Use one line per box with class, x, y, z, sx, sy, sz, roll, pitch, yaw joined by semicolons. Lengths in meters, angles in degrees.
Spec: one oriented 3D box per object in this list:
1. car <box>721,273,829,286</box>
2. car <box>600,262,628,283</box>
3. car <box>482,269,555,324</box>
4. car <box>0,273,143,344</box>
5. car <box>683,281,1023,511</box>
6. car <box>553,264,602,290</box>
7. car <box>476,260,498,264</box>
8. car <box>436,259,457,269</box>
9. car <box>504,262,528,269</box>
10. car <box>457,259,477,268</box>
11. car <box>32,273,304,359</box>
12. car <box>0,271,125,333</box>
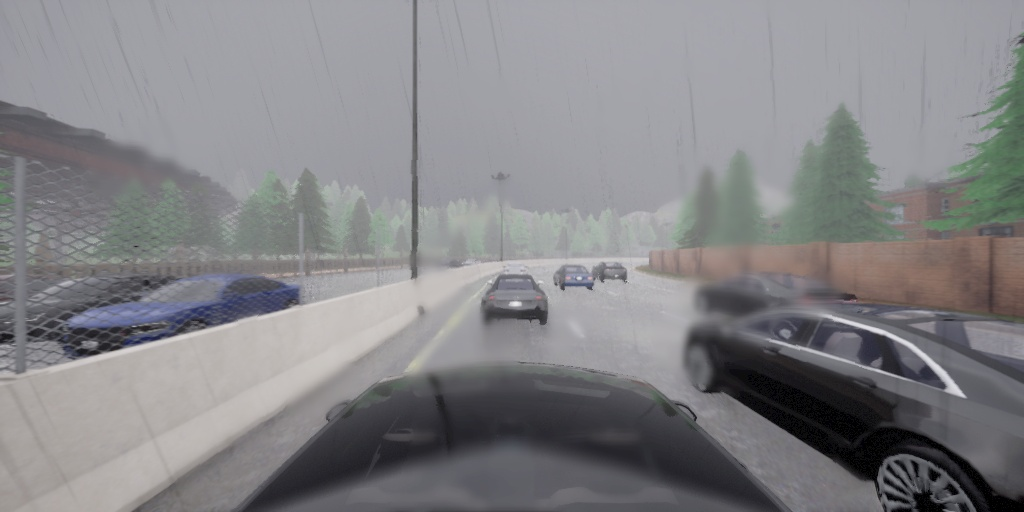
car;7.102;1.216;10.282;2.128;1.511;4.902;0;0;0
car;7.258;1.165;27.000;2.128;1.511;4.902;0;0;2
car;0.102;1.283;11.854;1.994;1.385;4.181;0;0;0
car;-10.591;1.231;9.488;1.837;1.490;4.892;0;0;0
car;3.593;1.234;3.726;2.128;1.511;4.902;0;0;0
car;3.618;1.237;21.672;2.033;1.411;5.357;0;0;0
car;-3.095;1.198;51.774;1.895;1.301;4.718;0;0;16
car;-9.559;1.136;54.506;2.033;1.411;5.357;0;0;16
car;0.294;1.196;28.022;1.812;1.442;4.674;0;0;3
car;-6.104;1.117;53.909;1.812;1.442;4.674;0;0;16
car;-7.094;1.207;8.535;1.882;1.535;5.008;0;0;0
car;-14.091;1.250;9.876;1.812;1.442;4.674;0;0;0
